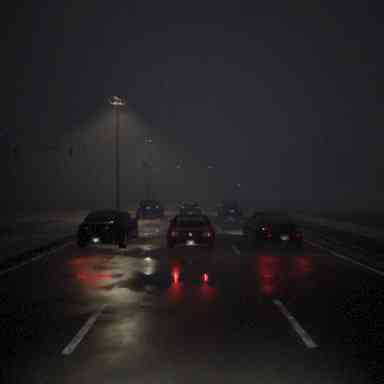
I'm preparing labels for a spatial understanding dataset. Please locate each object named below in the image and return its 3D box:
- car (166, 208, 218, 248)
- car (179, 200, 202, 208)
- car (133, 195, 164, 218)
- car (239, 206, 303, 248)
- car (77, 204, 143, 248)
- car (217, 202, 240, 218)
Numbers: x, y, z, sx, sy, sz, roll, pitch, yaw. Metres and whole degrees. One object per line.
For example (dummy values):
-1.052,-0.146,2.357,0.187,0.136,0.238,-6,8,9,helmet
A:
-0.055,1.615,14.717,1.895,1.301,4.718,0,0,0,car
-0.153,1.494,29.687,2.128,1.511,4.902,0,0,0,car
-3.653,1.365,29.634,2.097,1.767,4.553,0,0,0,car
3.445,1.532,14.710,1.812,1.442,4.674,0,0,0,car
-3.555,1.515,14.665,1.837,1.490,4.892,0,0,0,car
3.347,1.572,29.710,1.994,1.385,4.181,0,0,0,car
